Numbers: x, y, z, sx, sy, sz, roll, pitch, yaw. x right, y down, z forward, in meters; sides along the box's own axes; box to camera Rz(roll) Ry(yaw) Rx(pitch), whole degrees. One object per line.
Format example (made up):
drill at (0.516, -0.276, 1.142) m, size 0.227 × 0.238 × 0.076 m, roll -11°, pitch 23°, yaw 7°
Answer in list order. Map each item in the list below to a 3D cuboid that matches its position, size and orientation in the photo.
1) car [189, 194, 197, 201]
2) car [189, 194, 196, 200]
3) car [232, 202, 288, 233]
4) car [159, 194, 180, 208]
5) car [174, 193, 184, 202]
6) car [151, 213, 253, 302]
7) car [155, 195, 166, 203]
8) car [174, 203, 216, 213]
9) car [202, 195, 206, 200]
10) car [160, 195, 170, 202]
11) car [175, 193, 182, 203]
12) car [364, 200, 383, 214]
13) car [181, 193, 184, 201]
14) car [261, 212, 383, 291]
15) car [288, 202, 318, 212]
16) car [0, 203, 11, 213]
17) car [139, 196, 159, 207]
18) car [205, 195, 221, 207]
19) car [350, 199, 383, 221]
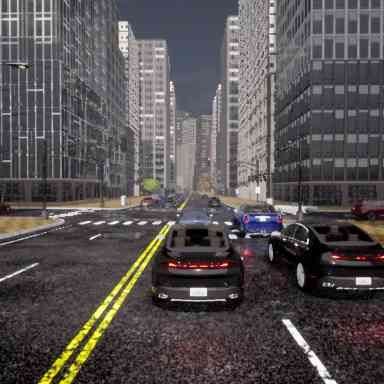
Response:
car at (0.209, 1.450, 80.180) m, size 1.812 × 1.442 × 4.674 m, roll 0°, pitch 0°, yaw 0°
car at (0.235, 1.387, 90.175) m, size 1.882 × 1.535 × 5.008 m, roll 0°, pitch 0°, yaw 0°
car at (3.395, 1.342, 18.029) m, size 2.097 × 1.767 × 4.553 m, roll 0°, pitch 0°, yaw 0°
car at (-3.215, 1.471, 48.270) m, size 1.837 × 1.490 × 4.892 m, roll 0°, pitch 0°, yaw 0°
car at (-3.048, 1.154, 77.882) m, size 2.150 × 2.045 × 5.566 m, roll 0°, pitch 0°, yaw 0°
car at (0.119, 1.501, 8.239) m, size 1.837 × 1.490 × 4.892 m, roll 0°, pitch 0°, yaw 0°
car at (-6.342, 1.420, 67.651) m, size 1.882 × 1.535 × 5.008 m, roll 0°, pitch 0°, yaw 0°
car at (0.146, 1.538, 17.794) m, size 2.033 × 1.411 × 5.357 m, roll 0°, pitch 0°, yaw 0°
car at (3.477, 1.392, 87.247) m, size 1.882 × 1.535 × 5.008 m, roll 0°, pitch 0°, yaw 0°
car at (-6.298, 1.453, 77.922) m, size 1.812 × 1.442 × 4.674 m, roll 0°, pitch 0°, yaw 0°
car at (-3.184, 1.460, 57.609) m, size 1.837 × 1.490 × 4.892 m, roll 0°, pitch 0°, yaw 0°
car at (21.905, 1.643, 36.779) m, size 4.829 × 1.417 × 1.752 m, roll 1°, pitch 0°, yaw 1°
car at (-3.098, 1.469, 67.430) m, size 1.812 × 1.442 × 4.674 m, roll 0°, pitch 0°, yaw 1°
car at (3.373, 1.500, 8.946) m, size 1.837 × 1.490 × 4.892 m, roll 0°, pitch 0°, yaw 0°
car at (10.451, 1.656, 34.660) m, size 4.718 × 1.301 × 1.895 m, roll 1°, pitch 1°, yaw 5°
car at (-20.031, 1.315, 31.790) m, size 5.008 × 1.535 × 1.882 m, roll 1°, pitch 1°, yaw 1°
car at (-6.460, 1.491, 49.043) m, size 1.812 × 1.442 × 4.674 m, roll 0°, pitch 0°, yaw 2°
car at (3.461, 1.467, 52.053) m, size 1.837 × 1.490 × 4.892 m, roll 0°, pitch 0°, yaw 0°
car at (16.275, 1.519, 28.507) m, size 5.009 × 1.841 × 2.192 m, roll 1°, pitch 0°, yaw 1°
